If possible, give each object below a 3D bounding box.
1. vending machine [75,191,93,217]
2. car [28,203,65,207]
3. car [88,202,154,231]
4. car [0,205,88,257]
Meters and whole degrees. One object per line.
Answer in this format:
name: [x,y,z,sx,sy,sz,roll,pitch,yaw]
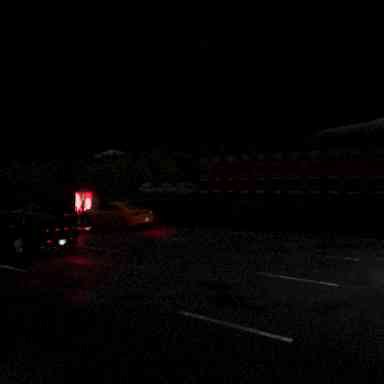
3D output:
vending machine: [-8.961,0.992,27.599,0.880,2.100,1.100,0,0,34]
car: [-8.266,1.351,18.083,4.902,1.511,2.128,0,0,34]
car: [-4.525,1.338,19.766,5.008,1.535,1.882,0,0,34]
car: [-6.339,1.405,12.511,4.892,1.490,1.837,0,0,35]
